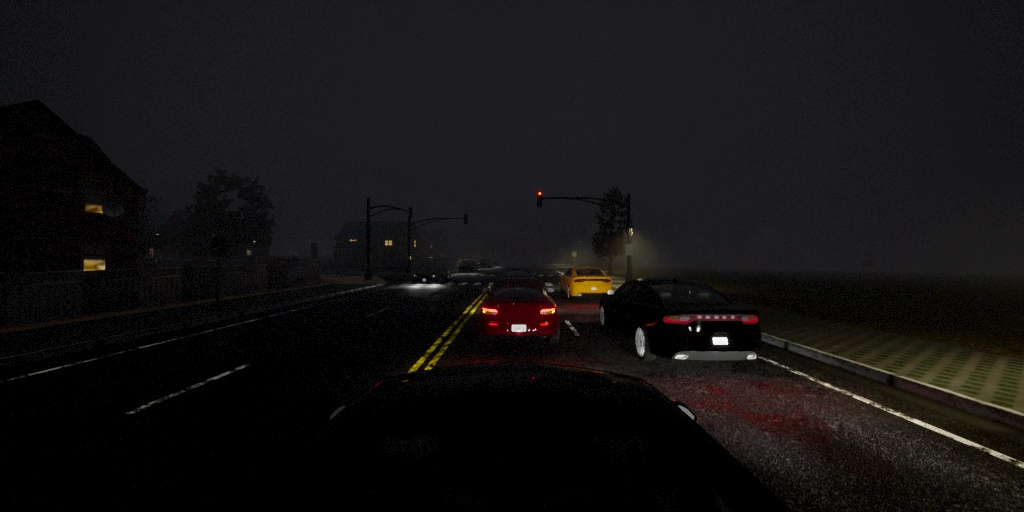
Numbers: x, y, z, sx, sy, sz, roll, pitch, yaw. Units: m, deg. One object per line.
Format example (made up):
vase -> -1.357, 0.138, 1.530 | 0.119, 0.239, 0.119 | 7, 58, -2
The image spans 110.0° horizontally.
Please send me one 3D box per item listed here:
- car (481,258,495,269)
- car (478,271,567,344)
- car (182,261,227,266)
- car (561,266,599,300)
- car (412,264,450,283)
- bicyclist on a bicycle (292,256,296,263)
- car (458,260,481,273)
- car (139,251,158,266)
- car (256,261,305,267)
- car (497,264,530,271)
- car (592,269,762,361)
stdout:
car -> -4.581, 1.206, 60.626 | 2.097, 1.767, 4.553 | 0, 0, 4
car -> 0.162, 1.280, 9.475 | 1.812, 1.442, 4.674 | 0, 0, 1
car -> -30.850, 0.875, 35.675 | 4.718, 1.301, 1.895 | 1, -1, 16
car -> 3.532, 1.239, 17.769 | 1.882, 1.535, 5.008 | 0, 0, 1
car -> -6.171, 1.328, 28.168 | 2.033, 1.411, 5.357 | 0, 0, 2
bicyclist on a bicycle -> -24.253, 0.780, 39.935 | 0.582, 1.620, 1.656 | 1, -1, 15
car -> -5.497, 1.293, 44.949 | 1.882, 1.535, 5.008 | 0, 0, 3
car -> -40.929, 0.332, 38.489 | 5.566, 2.045, 2.150 | 1, -1, 16
car -> -21.063, 0.910, 32.961 | 5.008, 1.535, 1.882 | 1, -1, 16
car -> 0.280, 1.289, 18.582 | 1.812, 1.442, 4.674 | 0, 0, 0
car -> 3.402, 1.231, 8.301 | 1.882, 1.535, 5.008 | 0, 0, 0
